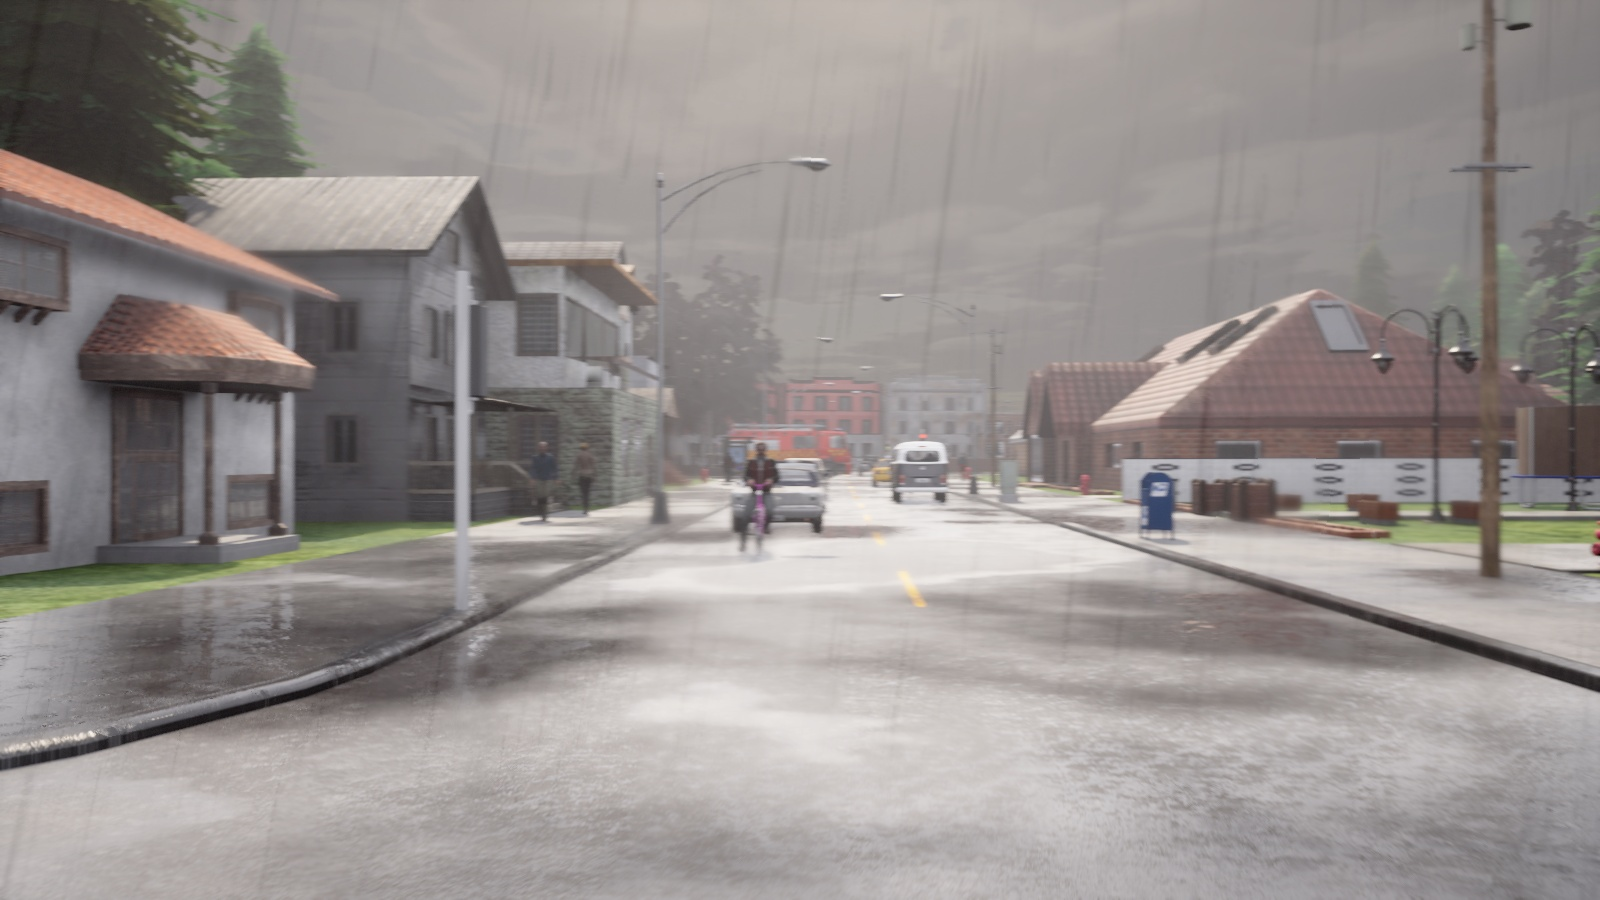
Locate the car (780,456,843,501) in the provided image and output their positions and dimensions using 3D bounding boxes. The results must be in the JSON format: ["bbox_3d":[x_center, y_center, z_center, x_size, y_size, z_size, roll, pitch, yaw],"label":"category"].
[{"bbox_3d":[0.474,0.993,44.964,2.128,1.511,4.902,0,0,2],"label":"car"}]

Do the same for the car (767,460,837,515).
[{"bbox_3d":[0.128,1.004,35.695,1.812,1.442,4.674,0,0,2],"label":"car"}]

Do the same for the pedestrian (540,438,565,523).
[{"bbox_3d":[-5.435,0.665,27.607,0.402,1.842,0.726,0,0,1],"label":"pedestrian"}]

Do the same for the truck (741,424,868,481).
[{"bbox_3d":[0.256,0.146,86.844,8.468,3.827,2.891,0,0,-6],"label":"truck"}]

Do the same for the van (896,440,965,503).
[{"bbox_3d":[4.403,0.727,43.010,2.069,2.038,4.480,0,0,2],"label":"van"}]

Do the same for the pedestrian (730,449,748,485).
[{"bbox_3d":[-3.183,0.898,65.296,0.634,1.844,0.899,0,0,18],"label":"pedestrian"}]

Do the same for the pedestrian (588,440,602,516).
[{"bbox_3d":[-5.085,0.686,31.152,0.331,1.846,0.634,0,0,-11],"label":"pedestrian"}]

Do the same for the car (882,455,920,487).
[{"bbox_3d":[5.219,1.083,65.244,1.801,1.575,5.366,0,0,3],"label":"car"}]

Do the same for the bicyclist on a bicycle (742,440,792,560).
[{"bbox_3d":[-0.488,0.747,19.432,0.659,1.776,1.843,0,-1,2],"label":"bicyclist on a bicycle"}]

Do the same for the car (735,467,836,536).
[{"bbox_3d":[-0.211,1.022,26.562,1.895,1.301,4.718,0,0,2],"label":"car"}]
